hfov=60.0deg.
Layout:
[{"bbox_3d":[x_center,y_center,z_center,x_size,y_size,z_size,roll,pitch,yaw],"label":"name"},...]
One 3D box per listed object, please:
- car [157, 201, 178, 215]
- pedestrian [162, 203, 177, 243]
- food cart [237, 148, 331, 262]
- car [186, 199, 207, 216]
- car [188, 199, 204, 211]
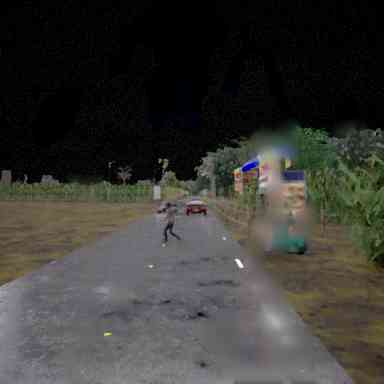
[{"bbox_3d":[-2.440,1.576,33.905,1.994,1.385,4.181,0,0,1],"label":"car"},{"bbox_3d":[-0.977,1.298,14.511,0.375,1.860,0.375,1,-1,1],"label":"pedestrian"},{"bbox_3d":[3.235,0.470,12.867,2.280,3.560,4.660,-1,-1,1],"label":"food cart"},{"bbox_3d":[0.460,1.490,32.926,1.882,1.535,5.008,0,0,1],"label":"car"},{"bbox_3d":[0.524,1.581,42.855,1.994,1.385,4.181,0,0,1],"label":"car"}]
